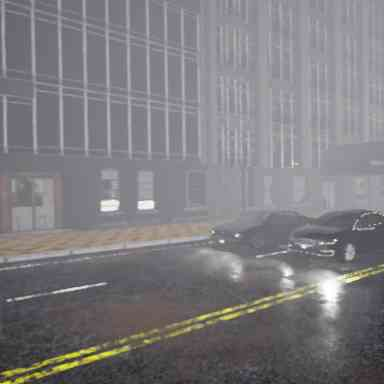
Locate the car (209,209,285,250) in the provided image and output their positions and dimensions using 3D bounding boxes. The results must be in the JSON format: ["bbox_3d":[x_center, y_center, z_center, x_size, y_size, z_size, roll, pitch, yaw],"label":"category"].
[{"bbox_3d":[3.286,1.433,14.013,5.357,1.411,2.033,-1,0,-35],"label":"car"}]

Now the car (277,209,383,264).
[{"bbox_3d":[5.369,1.388,11.505,4.892,1.490,1.837,-1,0,-35],"label":"car"}]
